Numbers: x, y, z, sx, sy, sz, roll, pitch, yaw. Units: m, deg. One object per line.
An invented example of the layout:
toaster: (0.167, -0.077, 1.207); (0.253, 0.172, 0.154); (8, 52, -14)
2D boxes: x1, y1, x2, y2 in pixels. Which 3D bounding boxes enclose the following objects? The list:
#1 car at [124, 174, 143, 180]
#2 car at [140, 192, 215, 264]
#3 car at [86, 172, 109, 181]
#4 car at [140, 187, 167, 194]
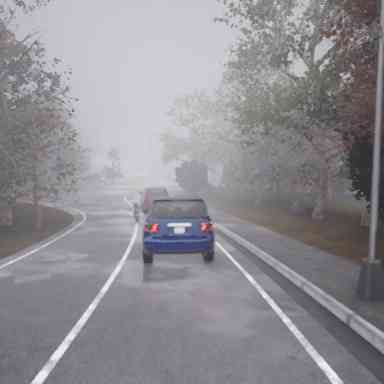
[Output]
car: (-14.506, -3.704, 82.220); (5.008, 1.535, 1.882); (2, 5, 25)
car: (-0.553, 1.135, 11.776); (2.150, 2.045, 5.566); (-1, 0, -5)
car: (-23.020, -3.792, 81.058); (5.566, 2.045, 2.150); (-1, 5, -2)
car: (-3.259, 0.551, 28.837); (2.150, 2.045, 5.566); (-1, 3, -13)
